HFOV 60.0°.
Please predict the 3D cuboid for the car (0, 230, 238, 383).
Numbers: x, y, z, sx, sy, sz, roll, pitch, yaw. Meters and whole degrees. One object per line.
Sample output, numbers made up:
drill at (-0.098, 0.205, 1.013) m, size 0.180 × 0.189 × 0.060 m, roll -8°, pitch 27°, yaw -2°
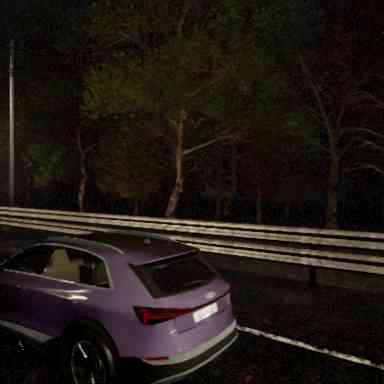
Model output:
car at (-1.679, 1.404, 5.070) m, size 4.856 × 1.649 × 2.033 m, roll 0°, pitch 0°, yaw 36°
